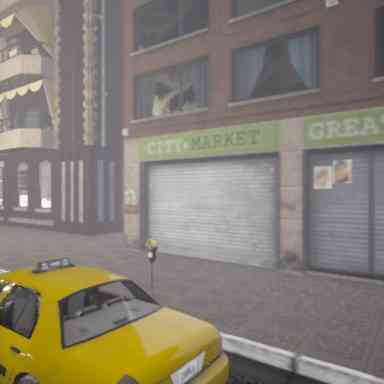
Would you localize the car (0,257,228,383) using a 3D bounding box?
[{"bbox_3d":[-1.913,1.512,4.238,4.829,1.417,1.752,0,0,35],"label":"car"}]
